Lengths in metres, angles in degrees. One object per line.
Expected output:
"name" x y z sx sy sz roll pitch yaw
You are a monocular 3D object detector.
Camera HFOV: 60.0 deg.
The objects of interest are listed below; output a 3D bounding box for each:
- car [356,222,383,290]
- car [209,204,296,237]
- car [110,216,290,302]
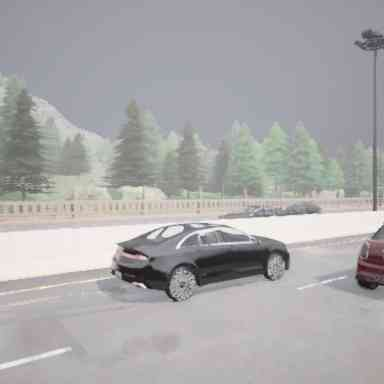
"car" 6.010 1.396 8.036 4.553 1.767 2.097 0 0 -35
"car" 3.607 1.555 19.446 4.902 1.511 2.128 0 0 -35
"car" 0.430 1.514 8.355 4.902 1.511 2.128 0 0 -35
